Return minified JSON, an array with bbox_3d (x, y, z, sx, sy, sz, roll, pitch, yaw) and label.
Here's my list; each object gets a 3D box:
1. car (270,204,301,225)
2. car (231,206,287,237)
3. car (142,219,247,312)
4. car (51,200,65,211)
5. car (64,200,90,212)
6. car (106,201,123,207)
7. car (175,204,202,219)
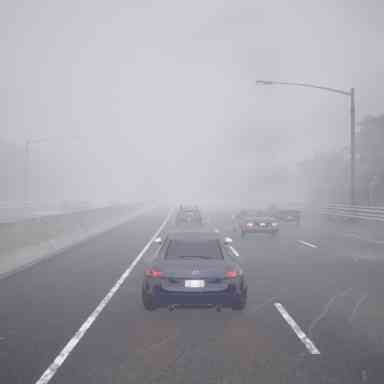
[{"bbox_3d":[6.722,1.641,25.555,1.882,1.535,5.008,0,-1,-2],"label":"car"},{"bbox_3d":[3.376,1.637,18.568,2.033,1.411,5.357,0,-1,-1],"label":"car"},{"bbox_3d":[0.032,1.574,7.804,1.994,1.385,4.181,0,0,0],"label":"car"},{"bbox_3d":[-18.736,1.923,48.164,2.128,1.511,4.902,0,-1,-2],"label":"car"},{"bbox_3d":[-15.113,1.891,44.896,1.837,1.490,4.892,0,-1,-2],"label":"car"},{"bbox_3d":[-11.840,2.016,51.201,2.033,1.411,5.357,0,-1,-2],"label":"car"},{"bbox_3d":[-0.256,1.647,24.612,2.128,1.511,4.902,0,-1,-1],"label":"car"}]
